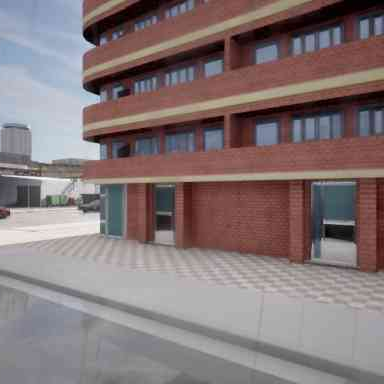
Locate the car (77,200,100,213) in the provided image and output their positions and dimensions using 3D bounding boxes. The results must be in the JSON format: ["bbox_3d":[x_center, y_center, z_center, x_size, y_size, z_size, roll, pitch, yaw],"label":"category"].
[{"bbox_3d":[-10.083,1.548,37.101,2.033,1.411,5.357,0,0,34],"label":"car"}]

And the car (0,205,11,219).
[{"bbox_3d":[-17.076,1.564,26.926,1.994,1.385,4.181,0,0,34],"label":"car"}]
